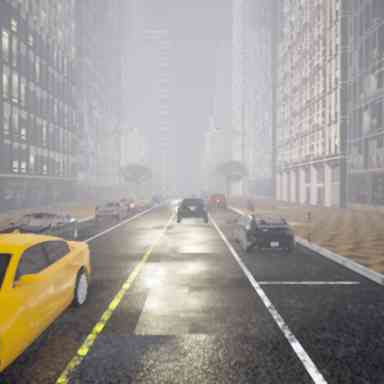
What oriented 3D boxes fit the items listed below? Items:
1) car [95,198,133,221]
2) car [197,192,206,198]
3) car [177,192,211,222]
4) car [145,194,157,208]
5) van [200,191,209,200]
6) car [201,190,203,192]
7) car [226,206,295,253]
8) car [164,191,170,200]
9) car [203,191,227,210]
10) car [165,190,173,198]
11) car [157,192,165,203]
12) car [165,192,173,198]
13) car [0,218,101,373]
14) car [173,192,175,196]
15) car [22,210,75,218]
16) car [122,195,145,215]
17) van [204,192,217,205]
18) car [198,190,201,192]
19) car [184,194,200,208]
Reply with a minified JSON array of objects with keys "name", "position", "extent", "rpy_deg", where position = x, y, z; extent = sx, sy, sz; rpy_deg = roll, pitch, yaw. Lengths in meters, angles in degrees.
[{"name":"car","position":[-5.757,1.345,24.203],"extent":[1.802,1.307,4.206],"rpy_deg":[-1,1,0]},{"name":"car","position":[2.463,0.685,86.741],"extent":[2.008,1.369,4.403],"rpy_deg":[-1,1,0]},{"name":"car","position":[0.039,1.114,23.969],"extent":[2.097,1.767,4.553],"rpy_deg":[0,1,0]},{"name":"car","position":[-5.800,1.121,41.083],"extent":[1.752,1.417,4.829],"rpy_deg":[-1,1,0]},{"name":"van","position":[2.505,0.648,69.689],"extent":[1.690,1.788,3.998],"rpy_deg":[-1,1,0]},{"name":"car","position":[2.577,0.906,41.273],"extent":[2.192,1.841,5.009],"rpy_deg":[-1,1,0]},{"name":"car","position":[2.653,1.422,12.857],"extent":[2.008,1.369,4.403],"rpy_deg":[-1,1,0]},{"name":"car","position":[-5.859,0.918,63.986],"extent":[2.008,1.369,4.403],"rpy_deg":[-1,1,0]},{"name":"car","position":[2.592,0.962,35.589],"extent":[2.192,1.841,5.009],"rpy_deg":[-1,1,0]},{"name":"car","position":[-5.889,0.693,75.352],"extent":[1.967,1.590,4.097],"rpy_deg":[-1,1,0]},{"name":"car","position":[-5.830,1.047,52.620],"extent":[1.947,1.339,4.313],"rpy_deg":[-1,1,0]},{"name":"car","position":[-5.917,0.720,86.720],"extent":[1.802,1.307,4.206],"rpy_deg":[-1,1,0]},{"name":"car","position":[-3.011,1.429,4.898],"extent":[1.882,1.535,5.008],"rpy_deg":[0,1,0]},{"name":"car","position":[-5.905,0.511,81.034],"extent":[2.192,1.841,5.009],"rpy_deg":[-1,1,0]},{"name":"car","position":[-5.728,1.425,12.836],"extent":[2.008,1.369,4.403],"rpy_deg":[-1,1,0]},{"name":"car","position":[-5.773,1.147,29.885],"extent":[1.967,1.590,4.097],"rpy_deg":[-1,1,0]},{"name":"van","position":[2.563,0.875,46.956],"extent":[1.690,1.788,3.998],"rpy_deg":[-1,1,0]},{"name":"car","position":[2.520,0.804,64.007],"extent":[1.967,1.590,4.097],"rpy_deg":[-1,1,0]},{"name":"car","position":[-0.002,1.100,41.084],"extent":[1.837,1.490,4.892],"rpy_deg":[0,1,0]}]
